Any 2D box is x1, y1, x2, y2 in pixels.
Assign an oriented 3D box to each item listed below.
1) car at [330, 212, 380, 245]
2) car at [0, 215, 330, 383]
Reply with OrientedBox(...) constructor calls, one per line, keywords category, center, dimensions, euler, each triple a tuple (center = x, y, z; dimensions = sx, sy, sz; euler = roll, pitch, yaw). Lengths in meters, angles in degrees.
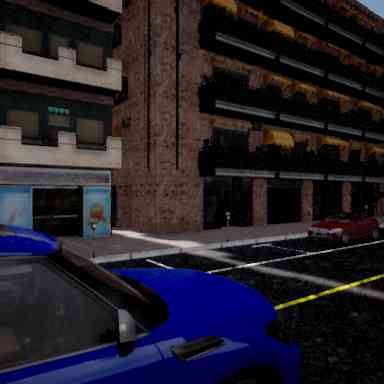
OrientedBox(category="car", center=(7.172, 1.582, 15.538), dimensions=(4.206, 1.307, 1.802), euler=(0, 0, -35))
OrientedBox(category="car", center=(-1.680, 1.216, 2.235), dimensions=(5.566, 2.045, 2.150), euler=(0, 0, -36))
